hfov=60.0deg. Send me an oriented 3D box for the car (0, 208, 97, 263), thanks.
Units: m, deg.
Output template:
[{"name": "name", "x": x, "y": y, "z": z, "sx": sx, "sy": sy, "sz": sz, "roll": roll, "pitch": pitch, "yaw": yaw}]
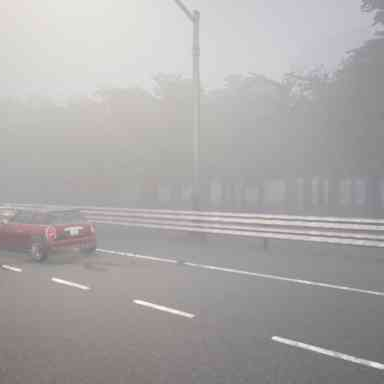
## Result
[{"name": "car", "x": -5.599, "y": 1.350, "z": 12.172, "sx": 4.553, "sy": 1.767, "sz": 2.097, "roll": 0, "pitch": 0, "yaw": 36}]
